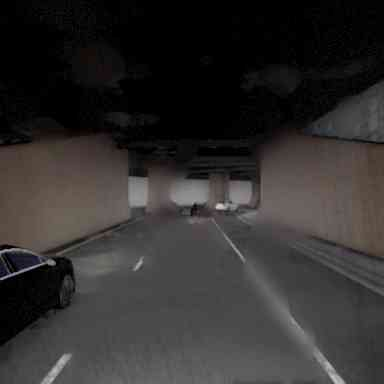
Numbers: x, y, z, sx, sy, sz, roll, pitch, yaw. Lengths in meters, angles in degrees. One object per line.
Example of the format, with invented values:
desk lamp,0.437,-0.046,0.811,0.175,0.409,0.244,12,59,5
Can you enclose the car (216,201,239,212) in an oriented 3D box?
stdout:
car,4.920,1.954,46.393,1.812,1.442,4.674,0,-1,33

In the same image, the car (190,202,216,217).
car,1.038,1.826,36.147,2.128,1.511,4.902,0,0,9

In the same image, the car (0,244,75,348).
car,-3.377,1.539,5.088,2.128,1.511,4.902,0,-1,0

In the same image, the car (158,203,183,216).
car,-2.336,1.889,37.090,2.033,1.411,5.357,0,-1,10
